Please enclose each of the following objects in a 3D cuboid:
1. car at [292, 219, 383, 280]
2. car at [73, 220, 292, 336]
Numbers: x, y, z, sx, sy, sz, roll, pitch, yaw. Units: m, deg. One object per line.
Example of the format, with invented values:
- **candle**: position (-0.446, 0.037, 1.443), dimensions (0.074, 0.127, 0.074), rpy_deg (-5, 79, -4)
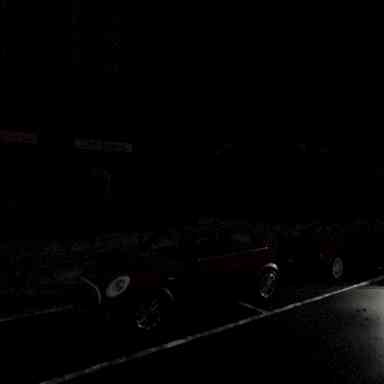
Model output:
- **car**: position (4.379, 1.524, 9.904), dimensions (4.507, 1.381, 1.887), rpy_deg (0, 1, -36)
- **car**: position (-0.193, 1.432, 6.627), dimensions (4.097, 1.590, 1.967), rpy_deg (0, 1, -36)
